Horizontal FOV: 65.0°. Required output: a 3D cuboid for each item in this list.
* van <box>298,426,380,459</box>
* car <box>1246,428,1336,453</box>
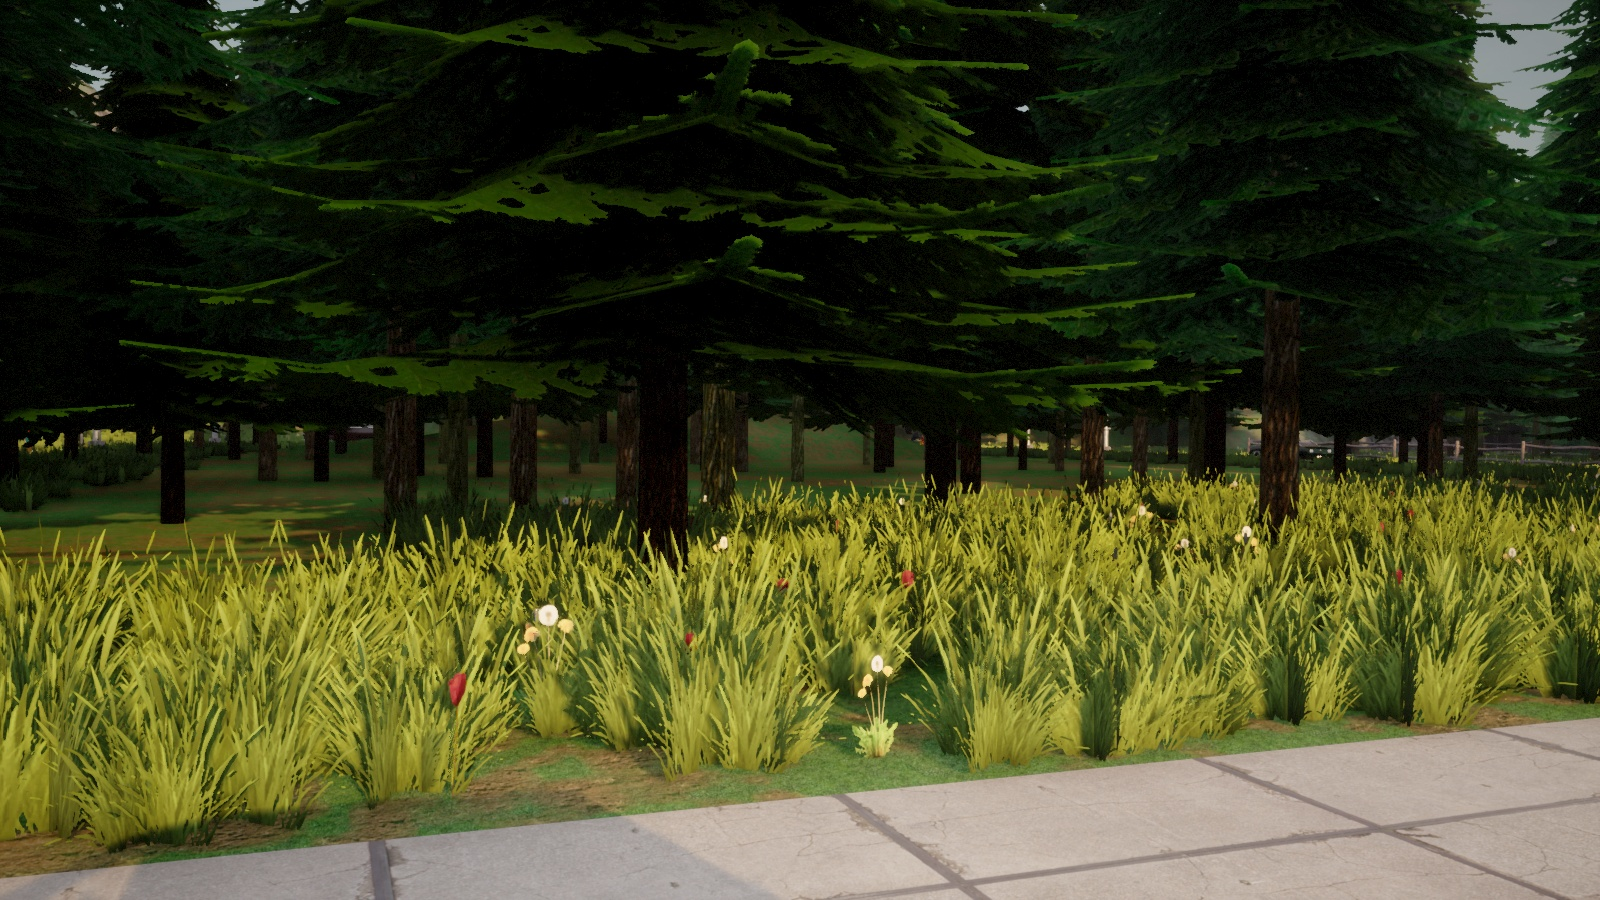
[{"bbox_3d":[-29.534,-0.496,80.477,4.480,2.038,2.069,-1,1,-37],"label":"van"},{"bbox_3d":[26.716,-0.531,68.480,1.895,1.301,4.718,-1,1,-20],"label":"car"}]
